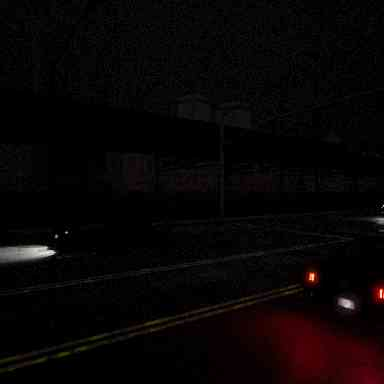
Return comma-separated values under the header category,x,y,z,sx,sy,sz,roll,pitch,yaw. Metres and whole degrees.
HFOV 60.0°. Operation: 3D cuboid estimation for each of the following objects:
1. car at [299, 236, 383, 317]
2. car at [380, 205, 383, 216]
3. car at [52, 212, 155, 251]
category,x,y,z,sx,sy,sz,roll,pitch,yaw
car,4.439,1.601,6.919,4.718,1.301,1.895,0,0,-35
car,19.290,1.344,30.574,4.553,1.767,2.097,0,0,-35
car,-3.693,1.564,14.244,4.181,1.385,1.994,0,0,-35
